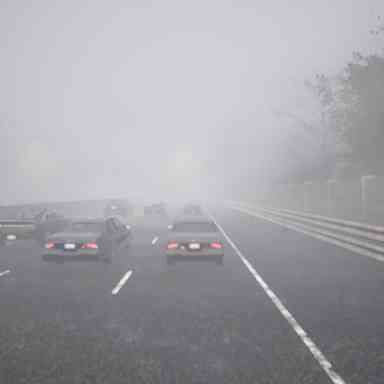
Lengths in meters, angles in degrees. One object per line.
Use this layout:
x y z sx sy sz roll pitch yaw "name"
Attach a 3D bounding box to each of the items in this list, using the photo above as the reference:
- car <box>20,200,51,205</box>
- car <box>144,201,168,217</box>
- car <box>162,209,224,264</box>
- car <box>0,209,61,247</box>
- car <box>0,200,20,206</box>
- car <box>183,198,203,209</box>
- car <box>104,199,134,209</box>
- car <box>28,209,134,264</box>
-17.604 1.710 38.740 1.895 1.301 4.718 0 0 0 "car"
-3.415 1.578 31.991 2.128 1.511 4.902 0 0 0 "car"
0.081 1.574 11.871 2.033 1.411 5.357 0 0 0 "car"
-6.914 1.528 15.218 2.128 1.511 4.902 0 0 0 "car"
-21.096 1.638 39.627 1.812 1.442 4.674 0 0 0 "car"
0.086 1.616 33.016 1.812 1.442 4.674 0 0 0 "car"
-6.916 1.438 31.748 2.097 1.767 4.553 0 0 0 "car"
-3.420 1.574 11.860 2.033 1.411 5.357 0 0 0 "car"
